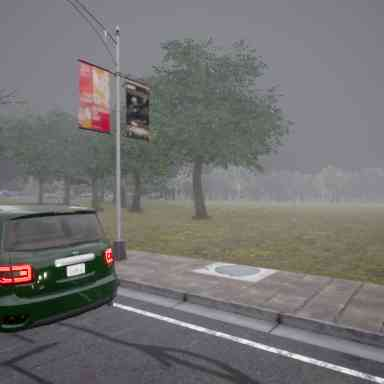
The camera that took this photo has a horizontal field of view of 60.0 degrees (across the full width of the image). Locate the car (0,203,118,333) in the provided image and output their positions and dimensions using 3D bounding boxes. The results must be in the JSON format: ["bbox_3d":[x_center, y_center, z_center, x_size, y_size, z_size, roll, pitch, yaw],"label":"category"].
[{"bbox_3d":[-3.856,1.235,6.390,5.566,2.045,2.150,0,0,36],"label":"car"}]
